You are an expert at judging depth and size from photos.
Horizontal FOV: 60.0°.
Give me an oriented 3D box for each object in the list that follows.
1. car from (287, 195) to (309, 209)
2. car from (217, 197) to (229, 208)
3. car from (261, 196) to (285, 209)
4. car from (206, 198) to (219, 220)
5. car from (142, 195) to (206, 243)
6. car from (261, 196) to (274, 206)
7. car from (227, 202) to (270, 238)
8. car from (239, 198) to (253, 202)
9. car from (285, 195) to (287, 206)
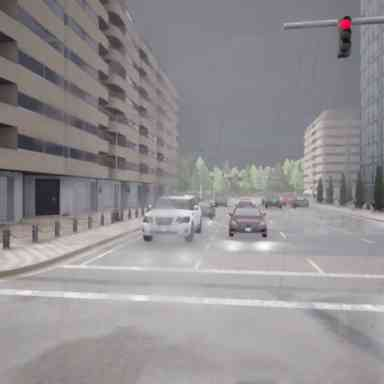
[{"bbox_3d":[14.311,1.456,44.141,2.128,1.511,4.902,0,0,10],"label":"car"},{"bbox_3d":[4.310,1.467,48.536,1.837,1.490,4.892,0,0,9],"label":"car"},{"bbox_3d":[10.903,1.315,44.969,2.097,1.767,4.553,0,0,9],"label":"car"},{"bbox_3d":[0.935,1.491,27.768,1.812,1.442,4.674,0,0,9],"label":"car"},{"bbox_3d":[-0.786,1.190,16.461,2.150,2.045,5.566,0,0,8],"label":"car"},{"bbox_3d":[12.387,1.465,54.707,1.837,1.490,4.892,0,0,9],"label":"car"},{"bbox_3d":[2.957,1.495,17.851,1.812,1.442,4.674,0,0,8],"label":"car"},{"bbox_3d":[4.759,1.530,29.533,1.994,1.385,4.181,0,0,9],"label":"car"},{"bbox_3d":[15.840,1.314,54.131,2.097,1.767,4.553,0,0,9],"label":"car"}]
